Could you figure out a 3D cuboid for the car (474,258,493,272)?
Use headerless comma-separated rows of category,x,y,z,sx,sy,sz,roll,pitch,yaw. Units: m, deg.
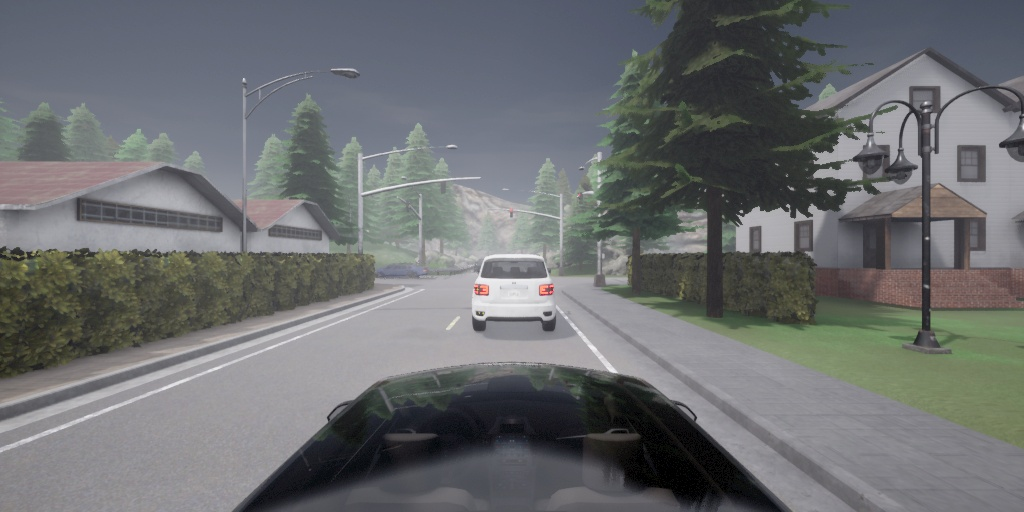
car,-3.582,1.102,45.572,2.097,1.767,4.553,0,0,0

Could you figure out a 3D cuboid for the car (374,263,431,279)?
car,-9.895,1.283,31.309,5.357,1.411,2.033,0,0,0

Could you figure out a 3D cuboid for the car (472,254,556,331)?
car,0.066,0.971,11.088,2.150,2.045,5.566,0,0,0

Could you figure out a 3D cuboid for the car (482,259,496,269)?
car,-3.574,1.276,55.557,1.812,1.442,4.674,0,0,0
